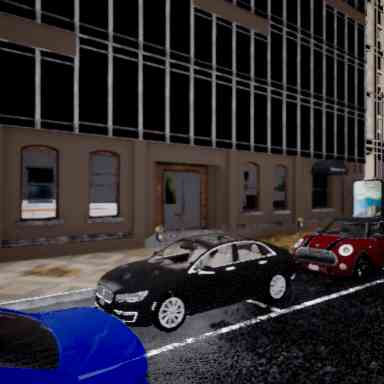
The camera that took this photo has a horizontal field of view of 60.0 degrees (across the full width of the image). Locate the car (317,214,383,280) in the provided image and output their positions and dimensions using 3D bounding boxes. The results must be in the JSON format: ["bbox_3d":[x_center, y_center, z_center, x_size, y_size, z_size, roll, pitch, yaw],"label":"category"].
[{"bbox_3d":[4.877,1.500,10.064,4.097,1.590,1.967,0,0,-36],"label":"car"}]

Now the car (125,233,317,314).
[{"bbox_3d":[0.287,1.583,6.769,4.403,1.369,2.008,0,0,-36],"label":"car"}]

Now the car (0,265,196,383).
[{"bbox_3d":[-2.576,1.478,1.526,5.008,1.535,1.882,0,0,-36],"label":"car"}]
